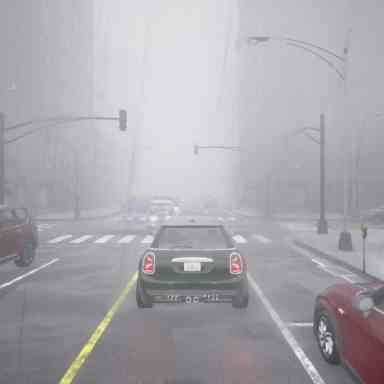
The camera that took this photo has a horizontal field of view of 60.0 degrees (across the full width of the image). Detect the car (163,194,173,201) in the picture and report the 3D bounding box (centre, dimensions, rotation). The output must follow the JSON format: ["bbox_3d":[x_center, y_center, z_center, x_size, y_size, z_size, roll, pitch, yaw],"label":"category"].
[{"bbox_3d":[-5.795,1.302,80.349,2.192,1.841,5.009,0,0,0],"label":"car"}]

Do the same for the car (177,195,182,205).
[{"bbox_3d":[-3.052,1.594,51.883,1.895,1.301,4.718,0,0,0],"label":"car"}]

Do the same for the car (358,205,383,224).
[{"bbox_3d":[14.395,1.515,23.743,4.674,1.442,1.812,0,0,1],"label":"car"}]

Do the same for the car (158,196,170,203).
[{"bbox_3d":[-5.804,1.540,69.158,2.008,1.369,4.403,0,0,0],"label":"car"}]

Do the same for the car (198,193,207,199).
[{"bbox_3d":[2.718,1.305,63.574,2.192,1.841,5.009,0,0,0],"label":"car"}]

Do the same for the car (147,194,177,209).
[{"bbox_3d":[-3.066,1.217,34.828,2.150,2.045,5.566,0,0,0],"label":"car"}]

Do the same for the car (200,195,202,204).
[{"bbox_3d":[2.709,1.544,52.386,2.008,1.369,4.403,0,0,0],"label":"car"}]

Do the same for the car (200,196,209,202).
[{"bbox_3d":[2.727,1.570,74.763,1.802,1.307,4.206,0,0,0],"label":"car"}]

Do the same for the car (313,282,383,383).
[{"bbox_3d":[2.670,1.440,3.130,1.967,1.590,4.097,0,0,0],"label":"car"}]

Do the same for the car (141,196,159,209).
[{"bbox_3d":[-5.822,1.434,46.774,1.967,1.590,4.097,0,0,0],"label":"car"}]

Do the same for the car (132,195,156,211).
[{"bbox_3d":[-5.826,1.310,41.179,2.192,1.841,5.009,0,0,0],"label":"car"}]

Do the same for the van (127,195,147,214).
[{"bbox_3d":[-5.830,1.337,35.582,1.690,1.788,3.998,0,0,0],"label":"van"}]

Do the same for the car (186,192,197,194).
[{"bbox_3d":[0.060,1.362,76.576,1.812,1.442,4.674,0,0,0],"label":"car"}]

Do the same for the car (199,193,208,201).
[{"bbox_3d":[3.069,1.210,86.585,2.150,2.045,5.566,0,0,0],"label":"car"}]

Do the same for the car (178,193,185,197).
[{"bbox_3d":[-2.963,1.537,67.383,2.033,1.411,5.357,0,0,0],"label":"car"}]

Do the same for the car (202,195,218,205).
[{"bbox_3d":[2.705,1.520,46.961,1.752,1.417,4.829,0,0,0],"label":"car"}]

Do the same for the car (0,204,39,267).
[{"bbox_3d":[-5.852,1.315,8.635,2.192,1.841,5.009,0,0,0],"label":"car"}]

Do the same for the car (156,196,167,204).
[{"bbox_3d":[-5.808,1.516,63.392,1.752,1.417,4.829,0,0,0],"label":"car"}]

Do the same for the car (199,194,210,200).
[{"bbox_3d":[2.713,1.558,57.980,1.947,1.339,4.313,0,0,0],"label":"car"}]

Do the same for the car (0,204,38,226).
[{"bbox_3d":[-13.830,1.551,23.106,5.357,1.411,2.033,0,0,5],"label":"car"}]

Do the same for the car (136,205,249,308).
[{"bbox_3d":[0.016,1.352,8.056,2.097,1.767,4.553,0,0,0],"label":"car"}]

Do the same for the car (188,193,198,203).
[{"bbox_3d":[0.107,1.515,66.609,1.812,1.442,4.674,0,0,0],"label":"car"}]
